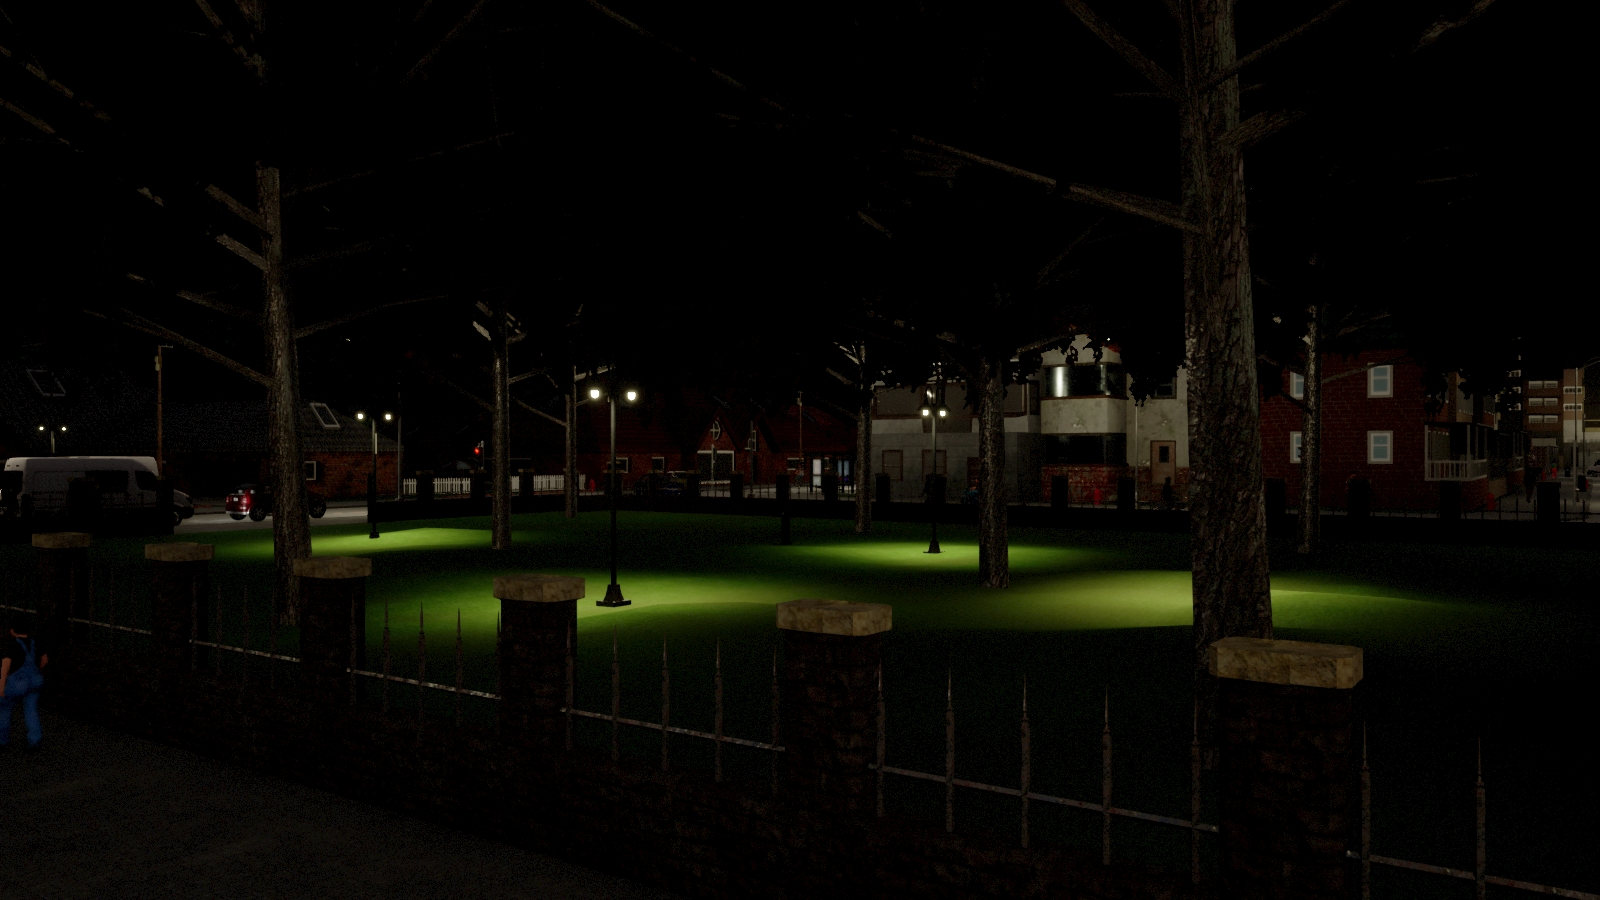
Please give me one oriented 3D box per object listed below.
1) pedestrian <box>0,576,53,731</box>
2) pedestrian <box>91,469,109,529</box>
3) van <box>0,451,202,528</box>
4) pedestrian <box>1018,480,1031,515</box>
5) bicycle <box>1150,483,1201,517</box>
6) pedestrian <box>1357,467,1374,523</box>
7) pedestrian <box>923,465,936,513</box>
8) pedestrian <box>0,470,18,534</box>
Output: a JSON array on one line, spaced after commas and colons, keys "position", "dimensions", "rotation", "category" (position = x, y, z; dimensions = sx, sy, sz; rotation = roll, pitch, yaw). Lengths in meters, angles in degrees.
[{"position": [-6.978, 1.805, 10.231], "dimensions": [0.375, 1.300, 0.375], "rotation": [0, 0, 34], "category": "pedestrian"}, {"position": [-21.836, 1.525, 35.656], "dimensions": [0.375, 1.860, 0.375], "rotation": [0, 0, 38], "category": "pedestrian"}, {"position": [-24.847, 1.314, 40.778], "dimensions": [1.988, 2.561, 5.915], "rotation": [0, 0, 36], "category": "van"}, {"position": [8.485, 1.804, 43.180], "dimensions": [0.375, 1.300, 0.375], "rotation": [0, 0, 30], "category": "pedestrian"}, {"position": [14.626, 1.940, 44.520], "dimensions": [1.835, 1.271, 0.329], "rotation": [0, 0, 35], "category": "bicycle"}, {"position": [19.171, 1.525, 38.744], "dimensions": [0.375, 1.860, 0.375], "rotation": [0, 0, -29], "category": "pedestrian"}, {"position": [5.078, 1.524, 44.648], "dimensions": [0.375, 1.860, 0.375], "rotation": [0, 0, 34], "category": "pedestrian"}, {"position": [-23.342, 1.525, 33.713], "dimensions": [0.375, 1.860, 0.375], "rotation": [0, 0, 41], "category": "pedestrian"}]
